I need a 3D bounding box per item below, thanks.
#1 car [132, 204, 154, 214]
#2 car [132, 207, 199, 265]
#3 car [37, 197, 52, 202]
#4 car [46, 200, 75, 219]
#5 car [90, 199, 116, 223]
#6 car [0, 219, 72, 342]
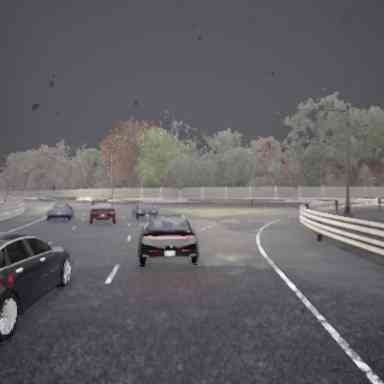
[{"bbox_3d":[-4.361,1.691,30.011,1.895,1.301,4.718,0,0,-15],"label":"car"},{"bbox_3d":[-0.884,1.525,11.807,2.128,1.511,4.902,0,0,-6],"label":"car"},{"bbox_3d":[-36.718,1.934,82.758,4.718,1.301,1.895,0,0,41],"label":"car"},{"bbox_3d":[-11.423,1.678,29.156,1.994,1.385,4.181,0,0,-16],"label":"car"},{"bbox_3d":[-7.150,1.570,26.707,1.882,1.535,5.008,0,0,-15],"label":"car"},{"bbox_3d":[-3.805,1.535,6.439,1.837,1.490,4.892,0,0,-4],"label":"car"}]
